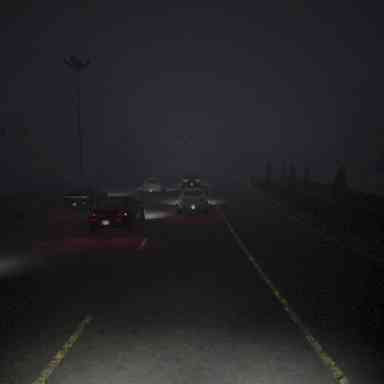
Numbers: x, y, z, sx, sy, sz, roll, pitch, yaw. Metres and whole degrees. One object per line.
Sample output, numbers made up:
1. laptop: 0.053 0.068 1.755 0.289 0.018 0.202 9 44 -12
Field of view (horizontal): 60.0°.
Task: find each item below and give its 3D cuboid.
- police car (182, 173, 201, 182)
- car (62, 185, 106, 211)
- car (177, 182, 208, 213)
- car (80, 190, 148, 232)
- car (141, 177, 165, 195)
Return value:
1. police car: -0.023 -1.204 35.412 2.038 1.542 4.974 0 6 0
2. car: -6.950 0.273 22.043 2.128 1.511 4.902 0 6 0
3. car: 0.057 0.398 21.163 1.812 1.442 4.674 0 6 0
4. car: -3.419 0.881 15.543 1.812 1.442 4.674 0 4 0
5. car: -3.495 -0.610 30.339 1.812 1.442 4.674 0 6 0
